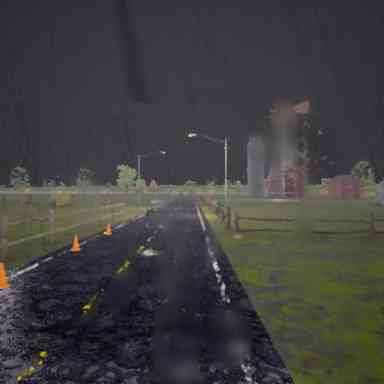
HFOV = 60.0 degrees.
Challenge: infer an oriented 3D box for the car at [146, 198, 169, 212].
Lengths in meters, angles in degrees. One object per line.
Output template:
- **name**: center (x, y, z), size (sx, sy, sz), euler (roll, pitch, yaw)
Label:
- **car**: center (-3.350, 1.416, 32.890), size (1.837, 1.490, 4.892), euler (0, 0, 0)

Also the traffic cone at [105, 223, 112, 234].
- **traffic cone**: center (-4.485, 1.955, 17.894), size (0.340, 0.580, 0.340), euler (0, 0, 0)

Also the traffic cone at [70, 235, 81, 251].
- **traffic cone**: center (-4.497, 1.955, 12.893), size (0.340, 0.580, 0.340), euler (0, 0, 0)

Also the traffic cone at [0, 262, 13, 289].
- **traffic cone**: center (-4.509, 1.955, 7.893), size (0.340, 0.580, 0.340), euler (0, 0, 0)
